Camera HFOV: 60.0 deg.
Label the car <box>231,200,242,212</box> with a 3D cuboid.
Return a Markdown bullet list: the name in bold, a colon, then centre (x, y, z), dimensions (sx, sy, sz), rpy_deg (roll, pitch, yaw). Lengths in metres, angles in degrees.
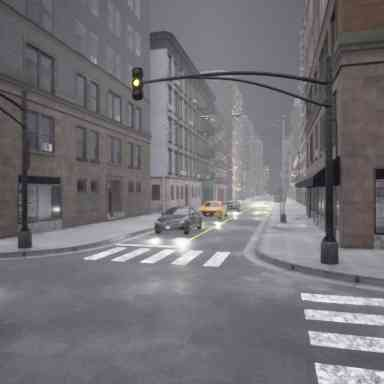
- **car**: centre (4.799, 1.620, 39.979), dimensions (1.994, 1.385, 4.181), rpy_deg (0, 0, 15)

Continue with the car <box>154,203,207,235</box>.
- **car**: centre (-0.654, 1.560, 19.434), dimensions (1.812, 1.442, 4.674), rpy_deg (0, 0, 15)

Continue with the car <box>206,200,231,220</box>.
- **car**: centre (1.914, 1.522, 29.118), dimensions (1.882, 1.535, 5.008), rpy_deg (0, 0, 15)
